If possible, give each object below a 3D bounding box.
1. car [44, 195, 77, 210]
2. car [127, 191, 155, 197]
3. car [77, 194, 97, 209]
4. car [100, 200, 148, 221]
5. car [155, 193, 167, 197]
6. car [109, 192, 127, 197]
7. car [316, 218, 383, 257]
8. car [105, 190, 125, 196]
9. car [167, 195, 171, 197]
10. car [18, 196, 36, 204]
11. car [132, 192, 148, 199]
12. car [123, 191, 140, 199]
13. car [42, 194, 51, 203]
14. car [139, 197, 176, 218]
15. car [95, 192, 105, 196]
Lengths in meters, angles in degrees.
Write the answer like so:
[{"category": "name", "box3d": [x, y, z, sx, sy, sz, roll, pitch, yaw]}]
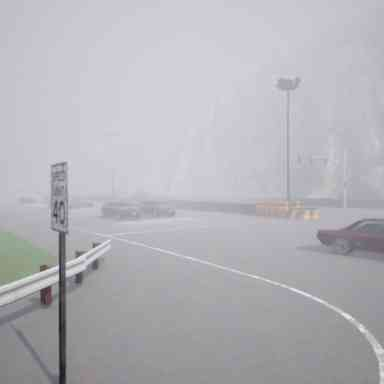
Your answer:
[{"category": "car", "box3d": [-15.657, 1.395, 39.504, 1.812, 1.442, 4.674, 0, 0, -38]}, {"category": "car", "box3d": [-10.358, 0.826, 67.151, 2.150, 2.045, 5.566, 0, 1, -38]}, {"category": "car", "box3d": [-14.710, 1.383, 43.977, 2.033, 1.411, 5.357, 0, 1, -38]}, {"category": "car", "box3d": [-5.836, 1.451, 27.006, 1.837, 1.490, 4.892, 0, 0, -38]}, {"category": "car", "box3d": [-7.898, 0.946, 69.523, 2.097, 1.767, 4.553, 0, 1, -38]}, {"category": "car", "box3d": [-14.527, 1.178, 66.803, 1.895, 1.301, 4.718, 0, 1, -38]}, {"category": "car", "box3d": [6.773, 1.576, 11.105, 1.895, 1.301, 4.718, 0, 0, -38]}, {"category": "car", "box3d": [-16.844, 0.656, 75.288, 2.150, 2.045, 5.566, 0, 1, -38]}, {"category": "car", "box3d": [-6.701, 1.142, 73.693, 1.895, 1.301, 4.718, 0, 1, -38]}, {"category": "car", "box3d": [-26.574, 1.265, 53.556, 1.895, 1.301, 4.718, 0, 1, -37]}, {"category": "car", "box3d": [-12.687, 0.896, 81.340, 1.812, 1.442, 4.674, 0, 1, -38]}, {"category": "car", "box3d": [-14.058, 0.736, 77.407, 2.097, 1.767, 4.553, 0, 1, -38]}, {"category": "car", "box3d": [-23.447, 1.143, 55.229, 1.882, 1.535, 5.008, 0, 1, -38]}, {"category": "car", "box3d": [-3.296, 1.442, 29.436, 1.837, 1.490, 4.892, 0, 0, -38]}, {"category": "car", "box3d": [-20.870, 0.754, 74.765, 2.097, 1.767, 4.553, 0, 1, -38]}]
